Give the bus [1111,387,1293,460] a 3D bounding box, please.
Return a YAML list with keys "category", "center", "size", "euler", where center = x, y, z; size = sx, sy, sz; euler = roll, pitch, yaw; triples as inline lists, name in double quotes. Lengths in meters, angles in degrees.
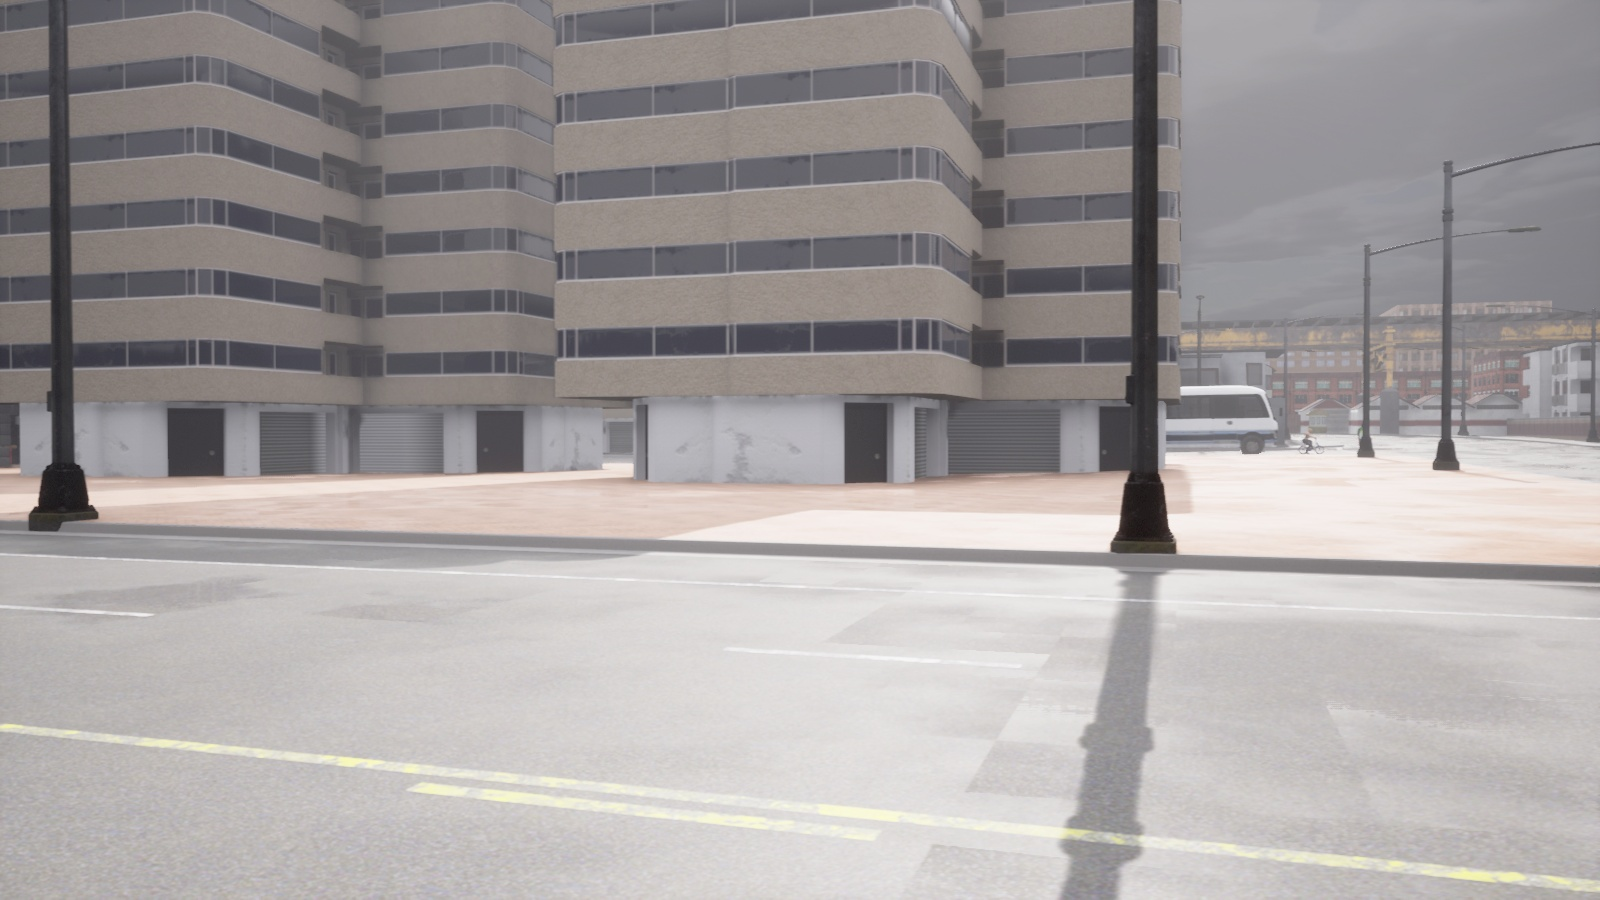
- category: "bus"
  center: [24.340, -1.561, 76.375]
  size: [10.273, 4.253, 3.944]
  euler: [0, 1, 17]
